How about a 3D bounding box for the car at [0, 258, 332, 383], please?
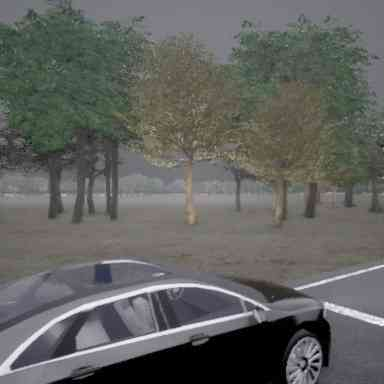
[{"bbox_3d":[-0.474,1.497,3.531,4.902,1.511,2.128,0,0,-36],"label":"car"}]
